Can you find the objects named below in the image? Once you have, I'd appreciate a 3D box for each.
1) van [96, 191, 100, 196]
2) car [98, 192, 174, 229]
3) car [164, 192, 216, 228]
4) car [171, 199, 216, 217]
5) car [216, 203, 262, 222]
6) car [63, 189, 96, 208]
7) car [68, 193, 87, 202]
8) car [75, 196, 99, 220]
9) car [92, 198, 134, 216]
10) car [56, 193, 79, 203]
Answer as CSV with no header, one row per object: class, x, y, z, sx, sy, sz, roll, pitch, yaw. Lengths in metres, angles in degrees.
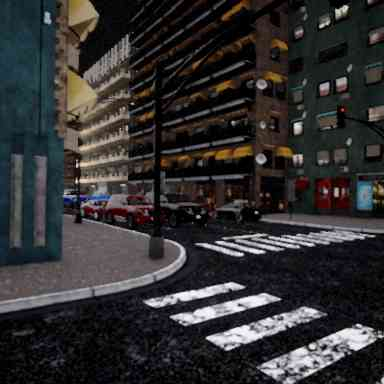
van,-12.987,0.835,47.545,1.690,1.788,3.998,2,0,-36
car,-3.518,1.090,20.081,2.192,1.841,5.009,2,0,-36
car,-1.244,1.039,21.330,2.150,2.045,5.566,1,0,-36
car,0.035,1.399,29.467,1.802,1.307,4.206,2,0,-36
car,3.293,1.464,24.949,1.947,1.339,4.313,2,0,-36
car,-13.207,0.742,37.956,2.150,2.045,5.566,1,0,-35
car,-19.507,0.878,56.581,1.887,1.381,4.507,2,0,-36
car,-6.784,1.238,24.599,1.887,1.381,4.507,2,0,-36
car,-7.063,1.273,29.396,1.895,1.301,4.718,1,0,-36
car,-19.761,0.888,52.522,2.033,1.411,5.357,1,0,-37
